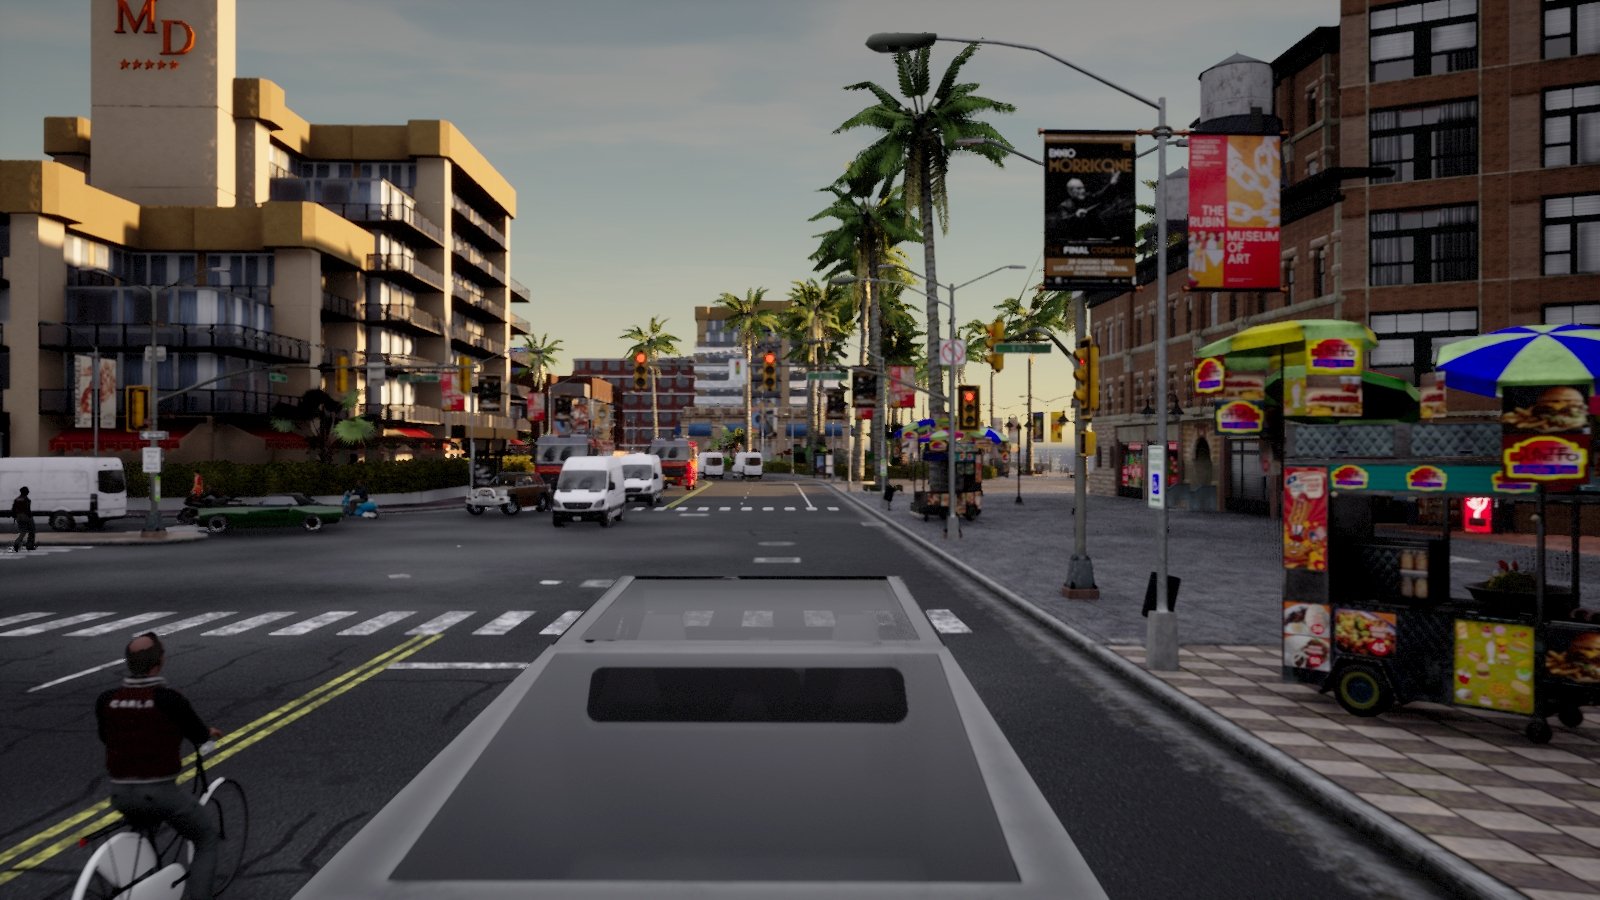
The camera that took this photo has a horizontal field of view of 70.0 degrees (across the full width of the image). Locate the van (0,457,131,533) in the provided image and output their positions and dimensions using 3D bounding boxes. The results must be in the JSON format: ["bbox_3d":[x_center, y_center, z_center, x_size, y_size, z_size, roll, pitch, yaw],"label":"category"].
[{"bbox_3d":[-26.897,1.530,39.875,5.915,2.561,1.988,0,0,-1],"label":"van"}]

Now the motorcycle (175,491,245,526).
[{"bbox_3d":[-22.149,2.200,42.915,2.209,1.251,0.867,0,-1,-17],"label":"motorcycle"}]

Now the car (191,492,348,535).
[{"bbox_3d":[-18.209,2.150,39.444,4.718,1.301,1.895,0,0,-17],"label":"car"}]

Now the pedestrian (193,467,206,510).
[{"bbox_3d":[-26.129,1.690,49.713,0.375,1.860,0.375,0,0,-2],"label":"pedestrian"}]

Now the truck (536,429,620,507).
[{"bbox_3d":[-11.553,0.882,60.188,2.891,3.827,8.468,0,0,-1],"label":"truck"}]

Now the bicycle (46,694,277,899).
[{"bbox_3d":[-3.633,2.209,6.667,0.329,1.171,1.835,0,0,0],"label":"bicycle"}]

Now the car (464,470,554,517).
[{"bbox_3d":[-12.671,1.857,50.094,1.932,1.855,4.605,0,0,13],"label":"car"}]

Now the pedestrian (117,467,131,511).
[{"bbox_3d":[-29.363,1.690,49.604,0.375,1.860,0.375,0,0,-1],"label":"pedestrian"}]

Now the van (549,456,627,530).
[{"bbox_3d":[-7.893,1.528,43.078,1.988,2.561,5.915,0,0,-1],"label":"van"}]

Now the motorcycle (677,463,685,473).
[{"bbox_3d":[-14.337,2.163,137.819,0.856,1.236,1.805,0,0,-1],"label":"motorcycle"}]

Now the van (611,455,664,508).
[{"bbox_3d":[-8.261,1.527,58.647,1.988,2.561,5.915,0,0,-1],"label":"van"}]

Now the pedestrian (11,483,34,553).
[{"bbox_3d":[-21.123,1.845,31.039,0.375,1.860,0.375,0,0,2],"label":"pedestrian"}]

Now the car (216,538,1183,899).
[{"bbox_3d":[-0.222,1.753,5.958,2.390,2.098,6.274,0,0,1],"label":"car"}]
